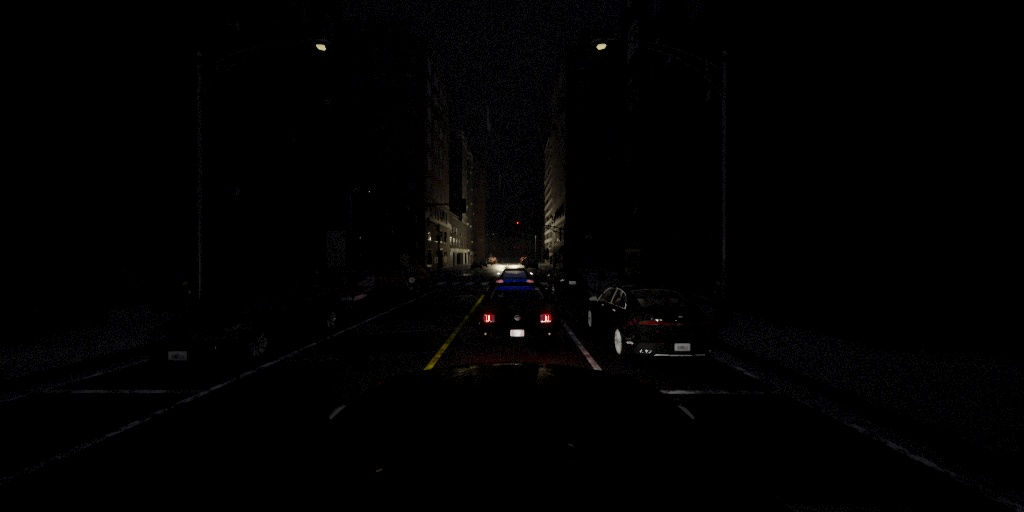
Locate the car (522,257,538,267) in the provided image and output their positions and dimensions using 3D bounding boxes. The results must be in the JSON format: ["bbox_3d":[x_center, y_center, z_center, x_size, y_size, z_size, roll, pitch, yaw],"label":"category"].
[{"bbox_3d":[3.069,1.225,56.306,1.967,1.591,4.097,0,0,0],"label":"car"}]

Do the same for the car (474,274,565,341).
[{"bbox_3d":[0.121,1.351,9.840,1.895,1.301,4.718,0,0,0],"label":"car"}]

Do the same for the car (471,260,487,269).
[{"bbox_3d":[-5.457,1.367,56.347,1.802,1.307,4.207,0,0,0],"label":"car"}]

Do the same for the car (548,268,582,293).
[{"bbox_3d":[2.913,1.316,19.218,1.948,1.339,4.313,0,0,0],"label":"car"}]

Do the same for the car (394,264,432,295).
[{"bbox_3d":[-5.612,1.190,19.246,1.967,1.591,4.097,0,0,0],"label":"car"}]

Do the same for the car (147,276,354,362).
[{"bbox_3d":[-5.648,1.315,8.243,1.948,1.339,4.313,0,0,0],"label":"car"}]

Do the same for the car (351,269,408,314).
[{"bbox_3d":[-5.631,1.332,13.744,1.802,1.307,4.207,0,0,0],"label":"car"}]

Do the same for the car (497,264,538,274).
[{"bbox_3d":[0.151,1.314,18.600,1.994,1.385,4.181,0,0,1],"label":"car"}]

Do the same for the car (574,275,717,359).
[{"bbox_3d":[2.877,1.300,8.215,2.007,1.370,4.403,0,0,0],"label":"car"}]
